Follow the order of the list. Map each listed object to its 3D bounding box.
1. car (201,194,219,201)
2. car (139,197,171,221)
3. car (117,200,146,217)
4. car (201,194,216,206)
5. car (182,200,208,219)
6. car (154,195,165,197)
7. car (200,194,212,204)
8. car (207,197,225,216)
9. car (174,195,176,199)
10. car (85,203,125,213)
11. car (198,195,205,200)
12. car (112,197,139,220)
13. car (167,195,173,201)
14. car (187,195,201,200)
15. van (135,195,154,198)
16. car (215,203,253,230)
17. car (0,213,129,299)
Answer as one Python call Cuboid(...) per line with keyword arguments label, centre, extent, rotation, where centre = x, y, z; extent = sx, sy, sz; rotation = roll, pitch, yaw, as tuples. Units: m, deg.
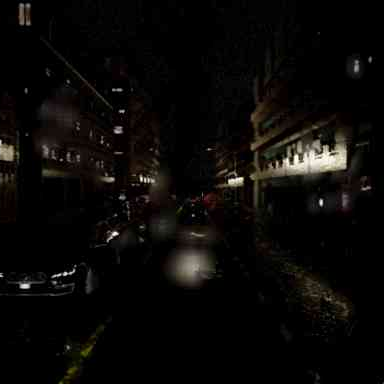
Cuboid(label="car", centre=(2.665, 1.315, 43.036), extent=(2.192, 1.841, 5.009), rotation=(-1, 0, 0))
Cuboid(label="car", centre=(-3.080, 1.477, 27.714), extent=(1.882, 1.535, 5.008), rotation=(0, 0, 0))
Cuboid(label="car", centre=(-5.676, 1.550, 31.859), extent=(2.008, 1.369, 4.403), rotation=(-1, 0, 0))
Cuboid(label="car", centre=(2.662, 1.315, 54.241), extent=(2.192, 1.841, 5.009), rotation=(-1, 0, 0))
Cuboid(label="car", centre=(0.092, 1.600, 28.860), extent=(1.895, 1.301, 4.718), rotation=(0, 0, 0))
Cuboid(label="car", centre=(-5.706, 1.315, 48.665), extent=(2.192, 1.841, 5.009), rotation=(-1, 0, 0))
Cuboid(label="car", centre=(2.660, 1.316, 65.445), extent=(2.192, 1.841, 5.009), rotation=(-1, 0, 0))
Cuboid(label="car", centre=(2.671, 1.525, 32.002), extent=(1.752, 1.417, 4.829), rotation=(-1, 0, 0))
Cuboid(label="car", centre=(-5.723, 1.554, 87.880), extent=(2.008, 1.369, 4.403), rotation=(-1, 0, 0))
Cuboid(label="car", centre=(-5.672, 1.582, 20.655), extent=(1.802, 1.307, 4.206), rotation=(-1, 0, 0))
Cuboid(label="car", centre=(2.655, 1.530, 93.625), extent=(1.752, 1.417, 4.829), rotation=(-1, 0, 0))
Cuboid(label="car", centre=(-5.676, 1.440, 26.256), extent=(1.967, 1.590, 4.097), rotation=(-1, 0, 0))
Cuboid(label="car", centre=(-5.719, 1.584, 71.073), extent=(1.802, 1.307, 4.206), rotation=(-1, 0, 0))
Cuboid(label="car", centre=(0.089, 1.505, 45.278), extent=(1.837, 1.490, 4.892), rotation=(0, 0, 0))
Cuboid(label="van", centre=(-5.680, 1.341, 37.461), extent=(1.690, 1.788, 3.998), rotation=(-1, 0, 0))
Cuboid(label="car", centre=(2.675, 1.582, 20.628), extent=(1.802, 1.307, 4.206), rotation=(-1, 0, 0))
Cuboid(label="car", centre=(-3.093, 1.506, 8.592), extent=(1.837, 1.490, 4.892), rotation=(0, 0, 0))
